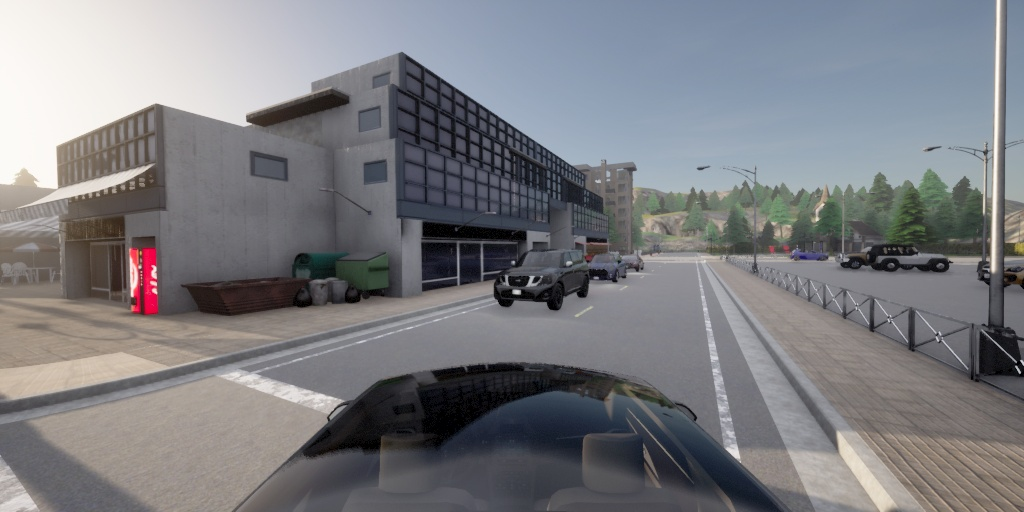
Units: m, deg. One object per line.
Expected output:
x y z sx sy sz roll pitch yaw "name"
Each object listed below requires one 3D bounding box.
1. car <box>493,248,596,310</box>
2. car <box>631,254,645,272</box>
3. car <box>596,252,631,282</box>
1.397 0.733 13.841 2.150 2.045 5.566 0 1 27 "car"
10.492 0.567 31.731 1.812 1.442 4.674 0 1 27 "car"
5.853 0.633 22.611 2.097 1.767 4.553 0 1 27 "car"
